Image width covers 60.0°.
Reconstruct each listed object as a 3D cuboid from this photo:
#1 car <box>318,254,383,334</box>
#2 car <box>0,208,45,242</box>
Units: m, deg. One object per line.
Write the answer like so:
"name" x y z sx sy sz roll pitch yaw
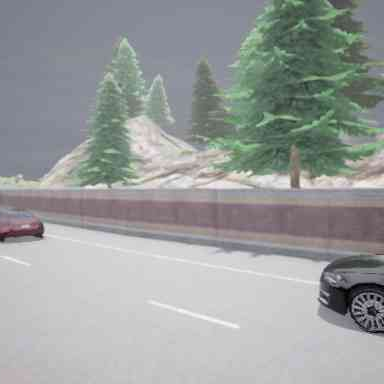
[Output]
"car" 4.572 1.499 5.118 4.902 1.511 2.128 0 0 36
"car" -8.917 1.497 16.258 4.181 1.385 1.994 0 0 43
